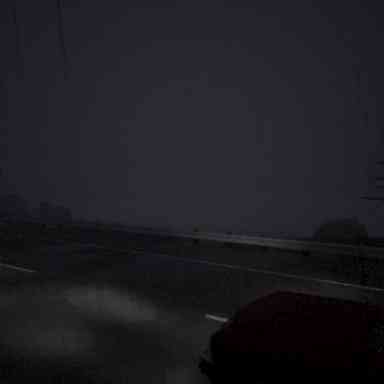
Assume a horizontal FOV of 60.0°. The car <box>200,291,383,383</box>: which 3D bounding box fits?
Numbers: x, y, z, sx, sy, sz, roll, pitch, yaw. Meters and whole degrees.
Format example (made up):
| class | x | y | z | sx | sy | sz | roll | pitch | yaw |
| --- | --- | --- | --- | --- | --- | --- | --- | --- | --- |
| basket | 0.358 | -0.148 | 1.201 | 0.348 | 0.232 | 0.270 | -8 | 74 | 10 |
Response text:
| class | x | y | z | sx | sy | sz | roll | pitch | yaw |
| --- | --- | --- | --- | --- | --- | --- | --- | --- | --- |
| car | 2.434 | 1.579 | 2.656 | 4.718 | 1.301 | 1.895 | 1 | 1 | 35 |
